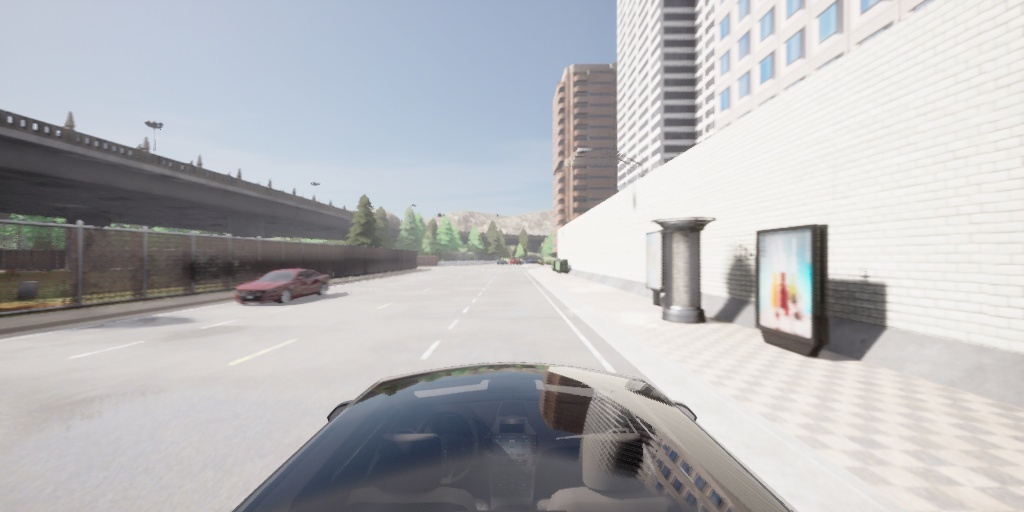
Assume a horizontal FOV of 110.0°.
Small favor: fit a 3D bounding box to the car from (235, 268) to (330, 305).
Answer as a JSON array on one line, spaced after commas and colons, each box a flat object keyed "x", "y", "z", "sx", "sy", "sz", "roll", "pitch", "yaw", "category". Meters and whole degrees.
[{"x": -10.498, "y": 1.348, "z": 16.838, "sx": 1.882, "sy": 1.535, "sz": 5.008, "roll": 0, "pitch": 1, "yaw": 0, "category": "car"}]
